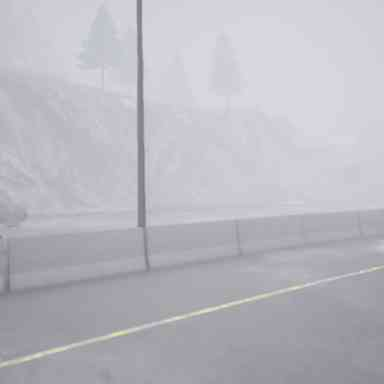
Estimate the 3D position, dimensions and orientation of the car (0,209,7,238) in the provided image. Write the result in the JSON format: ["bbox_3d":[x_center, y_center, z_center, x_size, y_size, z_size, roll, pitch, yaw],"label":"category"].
[{"bbox_3d":[-8.816,1.494,10.504,4.892,1.490,1.837,-1,1,-35],"label":"car"}]

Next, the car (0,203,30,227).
[{"bbox_3d":[-12.754,1.422,20.519,4.902,1.511,2.128,-1,1,-34],"label":"car"}]
